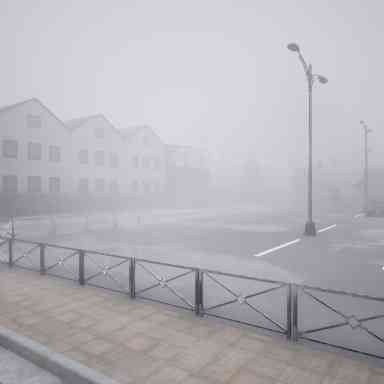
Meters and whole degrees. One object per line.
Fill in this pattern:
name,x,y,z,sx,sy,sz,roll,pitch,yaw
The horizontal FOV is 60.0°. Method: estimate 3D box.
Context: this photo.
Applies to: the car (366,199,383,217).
car,15.327,1.298,26.875,2.007,1.523,4.514,0,0,35
